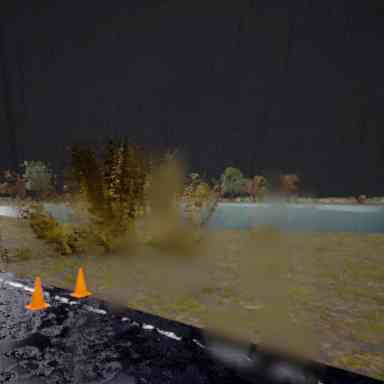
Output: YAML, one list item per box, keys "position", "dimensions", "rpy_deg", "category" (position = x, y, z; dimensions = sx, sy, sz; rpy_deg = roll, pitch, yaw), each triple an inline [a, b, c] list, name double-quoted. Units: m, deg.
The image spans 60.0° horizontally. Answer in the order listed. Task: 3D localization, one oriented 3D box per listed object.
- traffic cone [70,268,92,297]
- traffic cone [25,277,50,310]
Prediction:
- position: [-2.497, 2.004, 7.466]
  dimensions: [0.340, 0.580, 0.340]
  rpy_deg: [0, -1, 36]
  category: "traffic cone"
- position: [-3.086, 1.997, 6.658]
  dimensions: [0.340, 0.580, 0.340]
  rpy_deg: [0, -1, 36]
  category: "traffic cone"
